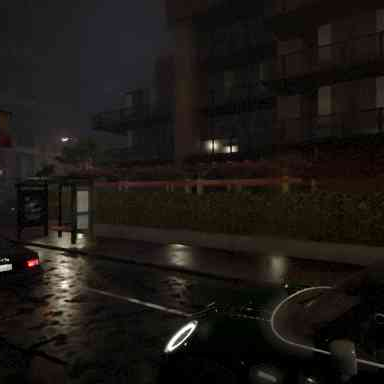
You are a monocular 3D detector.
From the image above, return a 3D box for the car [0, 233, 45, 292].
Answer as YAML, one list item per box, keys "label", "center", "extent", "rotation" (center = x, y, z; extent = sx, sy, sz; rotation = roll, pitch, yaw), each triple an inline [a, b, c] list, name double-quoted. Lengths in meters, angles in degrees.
- label: "car"
  center: [-5.735, 1.547, 8.039]
  extent: [5.357, 1.411, 2.033]
  rotation: [0, 0, 36]

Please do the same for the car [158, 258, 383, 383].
- label: "car"
  center: [1.882, 1.352, 2.662]
  extent: [4.553, 1.767, 2.097]
  rotation: [0, 0, 35]

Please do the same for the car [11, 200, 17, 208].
- label: "car"
  center: [-22.065, 1.505, 46.547]
  extent: [1.837, 1.490, 4.892]
  rotation: [0, 0, 36]

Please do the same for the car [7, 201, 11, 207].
- label: "car"
  center: [-24.563, 1.477, 49.090]
  extent: [1.882, 1.535, 5.008]
  rotation: [0, 0, 35]
